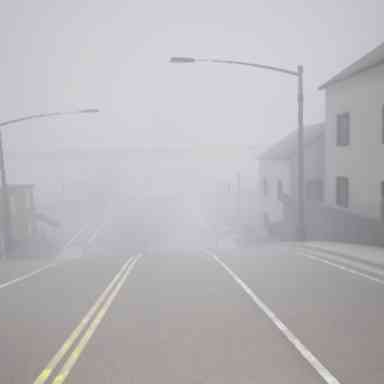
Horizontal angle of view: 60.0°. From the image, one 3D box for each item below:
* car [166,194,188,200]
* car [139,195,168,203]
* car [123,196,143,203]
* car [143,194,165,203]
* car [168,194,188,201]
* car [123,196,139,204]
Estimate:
[{"bbox_3d":[-3.471,1.133,76.892,4.536,1.218,1.853,0,7,24],"label":"car"},{"bbox_3d":[-8.699,1.622,75.698,4.974,1.542,2.038,-7,8,-41],"label":"car"},{"bbox_3d":[-13.335,1.680,75.353,4.536,1.218,1.853,3,8,39],"label":"car"},{"bbox_3d":[-8.667,1.460,75.715,4.536,1.218,1.853,-7,8,-41],"label":"car"},{"bbox_3d":[-3.417,1.290,76.888,4.974,1.542,2.038,0,7,24],"label":"car"},{"bbox_3d":[-13.288,1.839,75.338,4.974,1.542,2.038,3,8,39],"label":"car"}]
